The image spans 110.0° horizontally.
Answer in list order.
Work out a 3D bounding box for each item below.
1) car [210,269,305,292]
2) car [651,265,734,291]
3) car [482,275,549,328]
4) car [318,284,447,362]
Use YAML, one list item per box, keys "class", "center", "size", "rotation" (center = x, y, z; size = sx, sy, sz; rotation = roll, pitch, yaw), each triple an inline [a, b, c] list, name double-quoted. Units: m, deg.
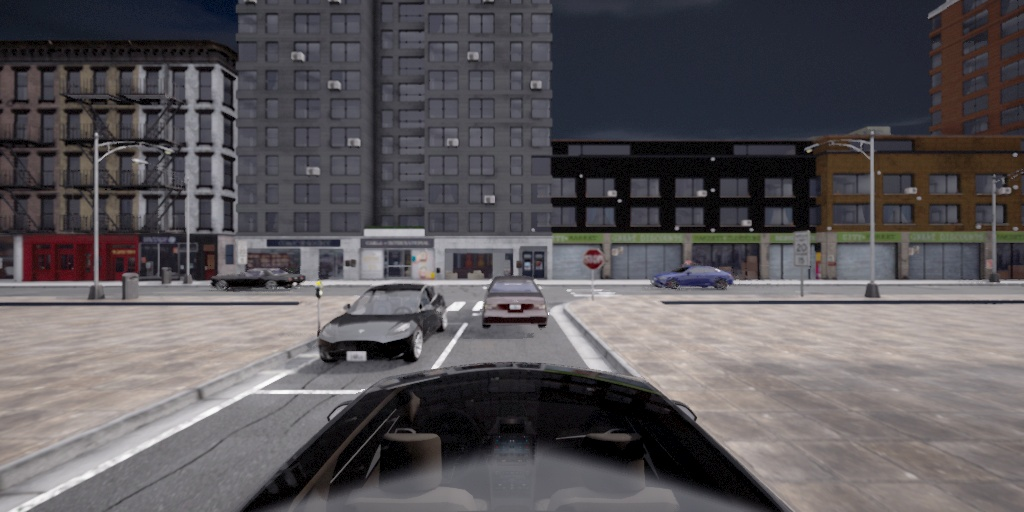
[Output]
- class: "car"
  center: [-15.420, 1.435, 21.820]
  size: [4.718, 1.301, 1.895]
  rotation: [0, 0, 0]
- class: "car"
  center: [10.898, 1.298, 21.806]
  size: [4.674, 1.442, 1.812]
  rotation: [0, 0, 0]
- class: "car"
  center: [0.019, 1.324, 11.449]
  size: [2.033, 1.411, 5.357]
  rotation: [0, 0, -2]
- class: "car"
  center: [-2.636, 1.334, 8.261]
  size: [1.948, 1.339, 4.313]
  rotation: [0, 0, 0]
